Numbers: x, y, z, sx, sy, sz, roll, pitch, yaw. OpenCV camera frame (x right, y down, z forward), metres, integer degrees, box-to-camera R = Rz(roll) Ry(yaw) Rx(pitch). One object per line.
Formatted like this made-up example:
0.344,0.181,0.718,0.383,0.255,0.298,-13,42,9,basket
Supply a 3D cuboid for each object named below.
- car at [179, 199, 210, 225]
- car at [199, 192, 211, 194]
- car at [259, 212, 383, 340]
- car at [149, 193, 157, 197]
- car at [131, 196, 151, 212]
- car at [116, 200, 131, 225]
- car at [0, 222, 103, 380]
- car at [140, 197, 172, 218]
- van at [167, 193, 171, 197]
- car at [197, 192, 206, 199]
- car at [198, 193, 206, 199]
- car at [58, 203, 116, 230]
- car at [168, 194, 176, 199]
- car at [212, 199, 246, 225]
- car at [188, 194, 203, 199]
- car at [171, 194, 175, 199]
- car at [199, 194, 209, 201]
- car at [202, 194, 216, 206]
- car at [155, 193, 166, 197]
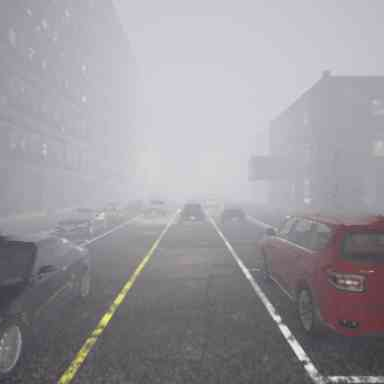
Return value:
0.050,1.429,22.952,1.812,1.442,4.674,0,0,0,car
2.674,1.089,61.861,2.192,1.841,5.009,0,0,0,car
2.691,1.286,6.469,2.192,1.841,5.009,0,0,0,car
-5.700,1.283,39.702,1.967,1.590,4.097,0,0,0,car
-5.699,1.408,34.164,1.887,1.381,4.507,0,0,0,car
-5.695,1.430,22.915,1.752,1.417,4.829,0,0,0,car
-3.087,1.501,5.557,1.812,1.442,4.674,0,0,0,car
-3.064,1.407,28.967,1.812,1.442,4.674,0,0,0,car
-5.708,1.100,67.398,1.690,1.788,3.998,0,0,0,van
2.665,1.012,95.099,2.192,1.841,5.009,0,0,0,car
2.666,1.149,89.559,1.967,1.590,4.097,0,0,0,car
-5.694,1.476,17.546,2.008,1.369,4.403,0,0,0,car
-5.716,1.262,95.097,1.947,1.339,4.313,0,0,0,car
2.685,1.454,23.088,2.008,1.369,4.403,0,0,0,car
0.083,1.384,46.545,1.994,1.385,4.181,0,0,0,car
-5.711,1.048,78.477,2.192,1.841,5.009,0,0,0,car
2.671,1.186,72.940,1.967,1.590,4.097,0,0,0,car
2.678,1.349,45.415,1.752,1.417,4.829,0,0,0,car
-5.703,1.122,50.781,2.192,1.841,5.009,0,0,0,car
